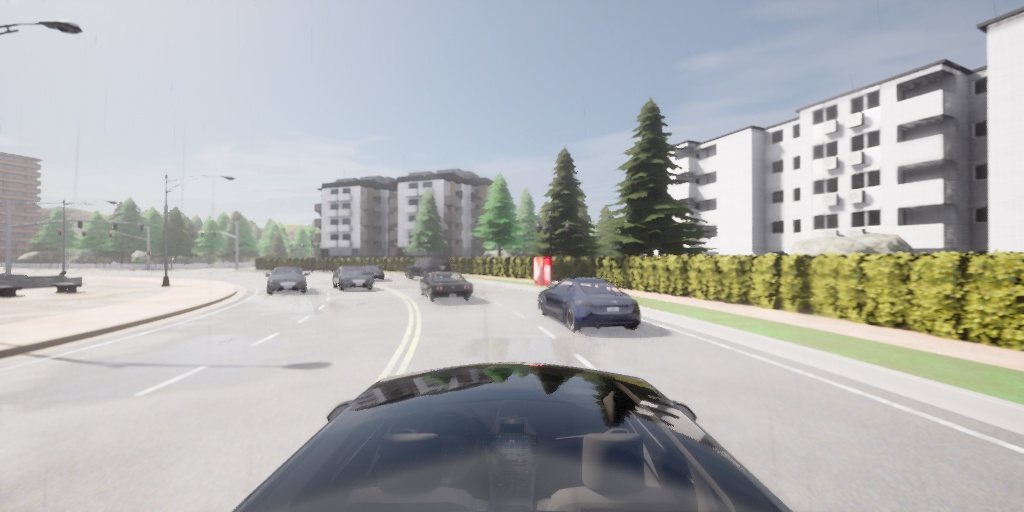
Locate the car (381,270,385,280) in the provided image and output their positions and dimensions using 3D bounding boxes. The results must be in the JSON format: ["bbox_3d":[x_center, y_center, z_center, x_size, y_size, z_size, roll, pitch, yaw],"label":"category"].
[{"bbox_3d":[-13.281,1.515,32.606,1.994,1.385,4.181,0,0,-44],"label":"car"}]

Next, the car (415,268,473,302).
[{"bbox_3d":[-3.419,1.447,17.802,1.895,1.301,4.718,0,0,-22],"label":"car"}]

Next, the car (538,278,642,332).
[{"bbox_3d":[2.196,1.360,11.198,1.994,1.385,4.181,0,0,-12],"label":"car"}]

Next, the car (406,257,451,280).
[{"bbox_3d":[-7.295,1.150,31.237,2.150,2.045,5.566,0,-1,-38],"label":"car"}]

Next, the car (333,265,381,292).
[{"bbox_3d":[-10.108,1.381,22.698,2.128,1.511,4.902,0,0,-33],"label":"car"}]

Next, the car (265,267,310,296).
[{"bbox_3d":[-12.927,1.377,20.668,2.128,1.511,4.902,0,0,-33],"label":"car"}]

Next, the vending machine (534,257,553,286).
[{"bbox_3d":[2.083,1.060,23.758,1.100,2.100,0.880,0,0,-26],"label":"vending machine"}]
